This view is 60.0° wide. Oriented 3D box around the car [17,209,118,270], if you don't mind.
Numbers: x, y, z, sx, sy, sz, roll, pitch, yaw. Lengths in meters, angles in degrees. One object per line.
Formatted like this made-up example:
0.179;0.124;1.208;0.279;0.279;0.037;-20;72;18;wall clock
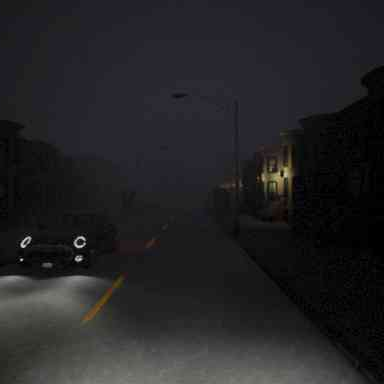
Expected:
-4.014;1.457;11.498;2.097;1.767;4.553;0;0;0;car
